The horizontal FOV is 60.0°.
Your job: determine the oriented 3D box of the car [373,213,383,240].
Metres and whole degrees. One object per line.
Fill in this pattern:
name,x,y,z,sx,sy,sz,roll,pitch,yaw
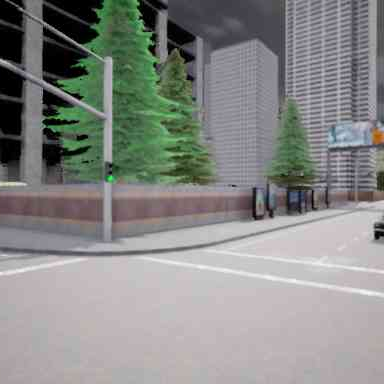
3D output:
car,10.377,1.641,16.671,1.895,1.301,4.718,0,0,36
